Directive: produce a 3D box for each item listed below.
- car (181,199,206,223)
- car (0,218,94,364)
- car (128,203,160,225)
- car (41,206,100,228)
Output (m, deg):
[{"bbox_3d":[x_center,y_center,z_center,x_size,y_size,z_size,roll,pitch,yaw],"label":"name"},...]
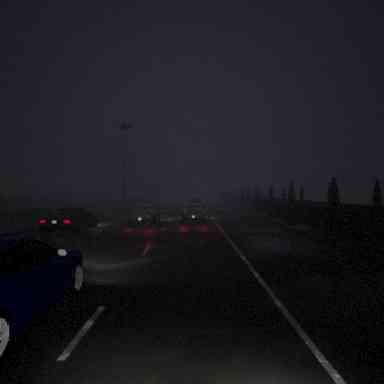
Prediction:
[{"bbox_3d":[0.096,1.515,25.678,1.812,1.442,4.674,0,0,0],"label":"car"},{"bbox_3d":[-3.402,1.475,5.660,1.882,1.535,5.008,0,0,0],"label":"car"},{"bbox_3d":[-3.403,1.516,24.009,1.812,1.442,4.674,0,0,0],"label":"car"},{"bbox_3d":[-6.905,1.540,19.169,2.033,1.411,5.357,0,0,0],"label":"car"}]
